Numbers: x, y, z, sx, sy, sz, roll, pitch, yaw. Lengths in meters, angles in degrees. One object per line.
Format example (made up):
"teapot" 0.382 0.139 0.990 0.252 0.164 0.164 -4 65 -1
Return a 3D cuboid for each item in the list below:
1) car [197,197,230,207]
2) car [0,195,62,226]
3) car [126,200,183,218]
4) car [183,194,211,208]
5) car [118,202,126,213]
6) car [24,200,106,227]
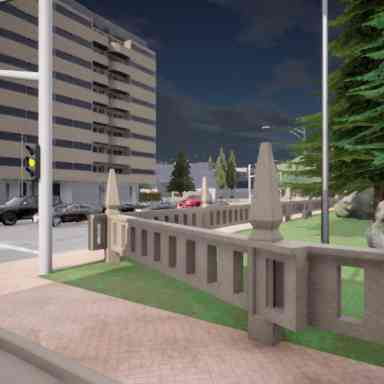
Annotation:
"car" 2.912 1.615 40.085 1.994 1.385 4.181 0 0 35
"car" -12.070 1.272 24.431 2.150 2.045 5.566 0 0 34
"car" -3.345 1.542 30.974 2.128 1.511 4.902 0 0 34
"car" 0.570 1.273 42.869 2.150 2.045 5.566 0 0 34
"car" -6.555 1.651 32.485 1.895 1.301 4.718 0 0 34
"car" -8.618 1.542 23.274 2.128 1.511 4.902 0 0 34
